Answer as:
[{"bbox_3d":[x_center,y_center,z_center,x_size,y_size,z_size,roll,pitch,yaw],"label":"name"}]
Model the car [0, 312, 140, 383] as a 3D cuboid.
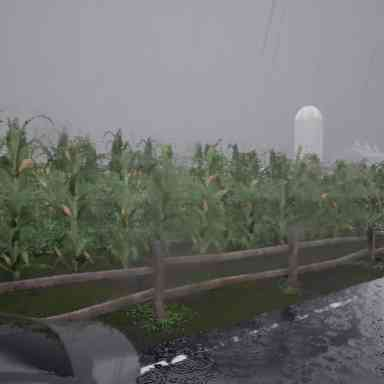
[{"bbox_3d":[-2.484,1.498,1.299,4.892,1.490,1.837,0,0,-36],"label":"car"}]
